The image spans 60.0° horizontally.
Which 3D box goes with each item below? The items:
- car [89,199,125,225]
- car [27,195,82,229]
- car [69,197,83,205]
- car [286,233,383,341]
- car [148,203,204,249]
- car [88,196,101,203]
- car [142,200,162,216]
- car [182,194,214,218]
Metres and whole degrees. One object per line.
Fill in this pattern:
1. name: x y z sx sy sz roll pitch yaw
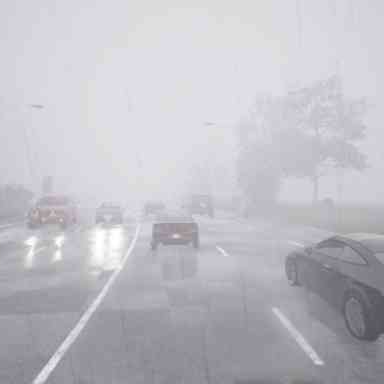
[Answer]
1. car: -5.870 1.497 24.013 2.128 1.511 4.902 0 0 -10
2. car: -9.044 1.231 22.031 2.150 2.045 5.566 0 0 -10
3. car: -21.687 1.570 61.941 1.994 1.385 4.181 0 0 -25
4. car: 3.318 1.518 6.394 1.812 1.442 4.674 0 0 -3
5. car: -0.832 1.477 14.761 1.882 1.535 5.008 0 0 -6
6. car: -18.697 1.518 63.849 1.837 1.490 4.892 0 0 -26
7. car: -3.750 1.480 32.226 1.882 1.535 5.008 0 0 -13
8. car: 0.394 1.220 29.732 2.150 2.045 5.566 0 0 -11
